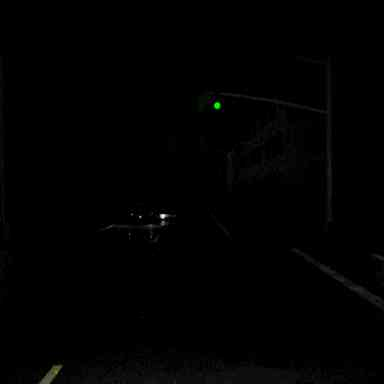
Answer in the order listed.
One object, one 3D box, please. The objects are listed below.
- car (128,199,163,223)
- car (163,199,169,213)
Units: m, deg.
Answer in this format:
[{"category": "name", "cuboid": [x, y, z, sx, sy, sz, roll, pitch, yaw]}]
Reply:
[{"category": "car", "cuboid": [-3.490, 1.441, 24.913, 1.837, 1.490, 4.892, 0, 0, 0]}, {"category": "car", "cuboid": [-3.439, 1.458, 35.249, 2.033, 1.411, 5.357, 0, 0, 0]}]
